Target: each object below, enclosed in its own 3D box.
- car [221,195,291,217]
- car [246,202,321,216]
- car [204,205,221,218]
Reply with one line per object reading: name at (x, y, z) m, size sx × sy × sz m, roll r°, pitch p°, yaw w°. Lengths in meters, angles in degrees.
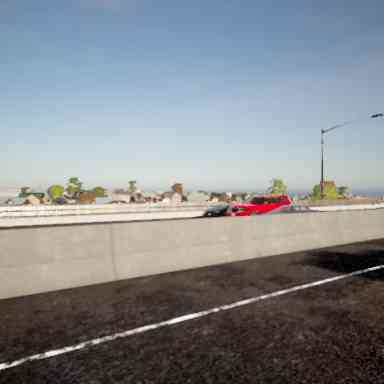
car at (5.158, 1.243, 24.738) m, size 5.566 × 2.045 × 2.150 m, roll 0°, pitch 0°, yaw -35°
car at (6.257, 1.567, 21.241) m, size 5.357 × 1.411 × 2.033 m, roll 0°, pitch 0°, yaw -35°
car at (3.035, 1.583, 27.521) m, size 4.181 × 1.385 × 1.994 m, roll 0°, pitch 0°, yaw -35°
